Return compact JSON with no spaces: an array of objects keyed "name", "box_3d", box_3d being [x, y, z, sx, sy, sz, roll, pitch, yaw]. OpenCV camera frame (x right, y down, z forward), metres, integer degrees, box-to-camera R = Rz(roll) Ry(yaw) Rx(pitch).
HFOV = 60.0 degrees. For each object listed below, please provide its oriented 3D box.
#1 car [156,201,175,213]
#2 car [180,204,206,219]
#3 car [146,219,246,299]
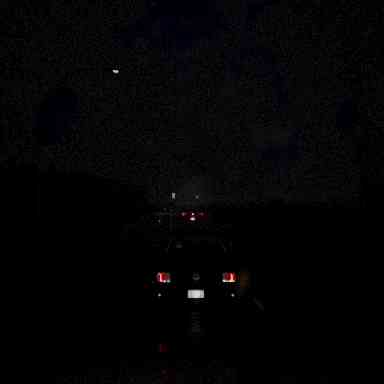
[{"name":"car","box_3d":[-2.903,1.655,37.413,1.994,1.385,4.181,0,0,0]},{"name":"car","box_3d":[0.043,1.623,25.853,1.895,1.301,4.718,0,0,0]},{"name":"car","box_3d":[0.083,1.604,8.381,1.895,1.301,4.718,0,0,0]}]
